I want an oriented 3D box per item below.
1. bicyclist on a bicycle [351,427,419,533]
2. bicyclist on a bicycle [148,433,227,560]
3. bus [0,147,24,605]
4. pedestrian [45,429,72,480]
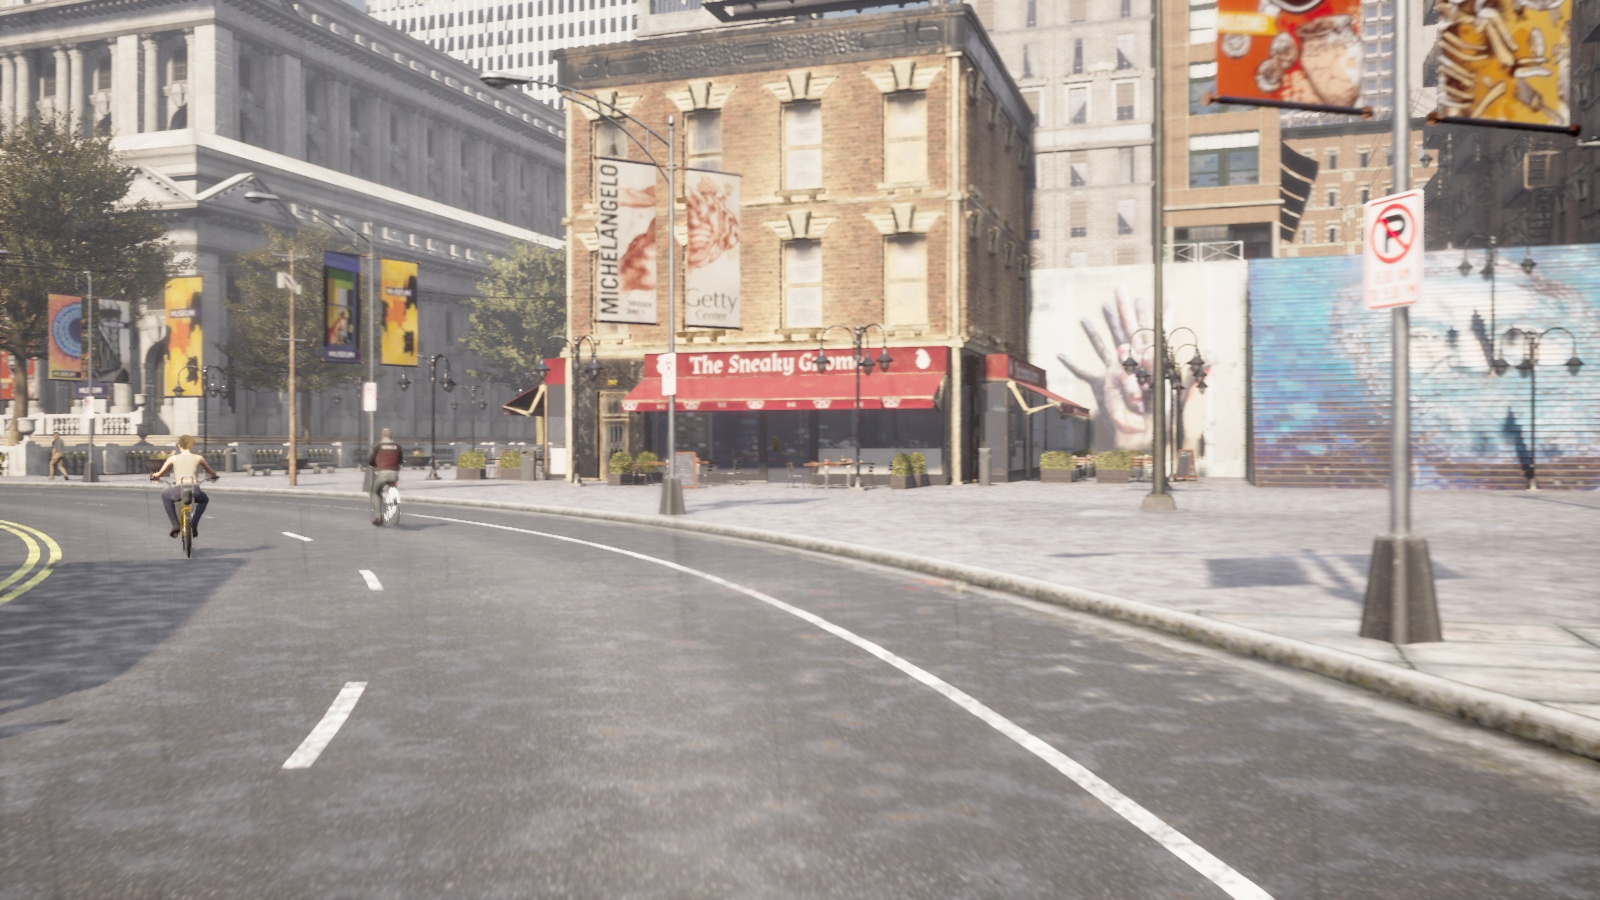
[{"bbox_3d":[-7.291,0.495,22.022,0.659,1.776,1.843,-1,1,-33],"label":"bicyclist on a bicycle"},{"bbox_3d":[-8.276,0.590,16.937,0.866,1.612,1.509,-1,1,-29],"label":"bicyclist on a bicycle"},{"bbox_3d":[-7.952,-0.667,6.924,3.944,4.253,10.273,0,0,-18],"label":"bus"},{"bbox_3d":[-27.076,0.152,45.840,0.694,1.848,0.540,0,0,21],"label":"pedestrian"}]
